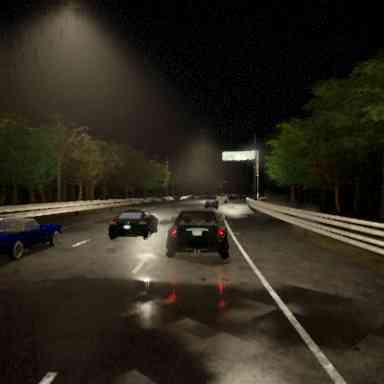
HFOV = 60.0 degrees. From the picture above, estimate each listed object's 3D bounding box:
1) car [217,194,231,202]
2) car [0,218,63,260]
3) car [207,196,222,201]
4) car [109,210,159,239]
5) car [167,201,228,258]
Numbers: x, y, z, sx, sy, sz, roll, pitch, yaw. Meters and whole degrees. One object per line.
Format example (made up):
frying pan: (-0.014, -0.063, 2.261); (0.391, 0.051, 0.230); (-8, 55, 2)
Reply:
car: (6.484, 1.413, 71.383); (2.150, 2.045, 5.566); (0, 0, 10)
car: (-6.681, 1.630, 12.568); (1.895, 1.301, 4.718); (0, 0, 2)
car: (2.741, 1.681, 46.151); (2.033, 1.411, 5.357); (0, 0, 7)
car: (-2.969, 1.618, 17.650); (1.994, 1.385, 4.181); (0, 0, 3)
car: (0.249, 1.398, 13.163); (2.097, 1.767, 4.553); (0, 0, 2)
